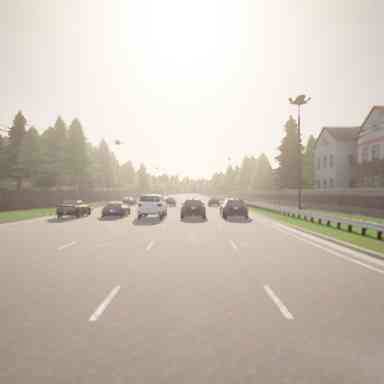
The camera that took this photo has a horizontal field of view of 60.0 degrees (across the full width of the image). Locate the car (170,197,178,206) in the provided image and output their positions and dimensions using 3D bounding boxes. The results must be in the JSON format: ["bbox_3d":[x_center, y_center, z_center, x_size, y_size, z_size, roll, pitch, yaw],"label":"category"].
[{"bbox_3d":[-3.458,1.511,53.699,1.837,1.490,4.892,0,1,1],"label":"car"}]

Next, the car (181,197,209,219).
[{"bbox_3d":[0.108,1.354,29.402,2.097,1.767,4.553,0,0,0],"label":"car"}]

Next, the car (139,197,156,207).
[{"bbox_3d":[-6.966,1.552,52.921,2.033,1.411,5.357,0,0,0],"label":"car"}]

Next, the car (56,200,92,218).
[{"bbox_3d":[-10.391,1.494,29.623,2.128,1.511,4.902,0,0,0],"label":"car"}]

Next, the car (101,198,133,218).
[{"bbox_3d":[-6.892,1.566,30.562,1.994,1.385,4.181,0,0,0],"label":"car"}]

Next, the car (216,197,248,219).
[{"bbox_3d":[3.609,1.354,29.388,2.097,1.767,4.553,0,0,0],"label":"car"}]

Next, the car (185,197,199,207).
[{"bbox_3d":[0.028,1.551,52.416,2.033,1.411,5.357,0,0,0],"label":"car"}]

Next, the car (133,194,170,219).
[{"bbox_3d":[-3.392,1.224,29.155,2.150,2.045,5.566,0,0,0],"label":"car"}]

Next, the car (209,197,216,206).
[{"bbox_3d":[3.545,1.510,53.967,1.837,1.490,4.892,0,1,1],"label":"car"}]
